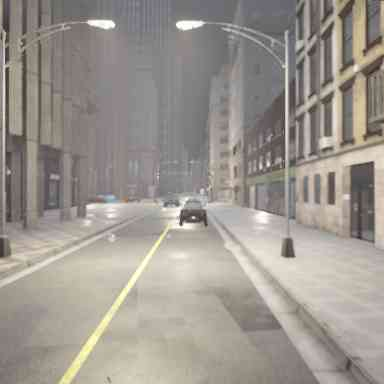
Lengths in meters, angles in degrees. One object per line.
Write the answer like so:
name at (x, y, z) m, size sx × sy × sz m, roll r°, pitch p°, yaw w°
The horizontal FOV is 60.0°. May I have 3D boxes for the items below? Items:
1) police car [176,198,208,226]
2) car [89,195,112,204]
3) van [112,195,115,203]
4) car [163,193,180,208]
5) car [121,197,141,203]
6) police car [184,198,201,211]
police car at (0.095, 1.431, 23.699) m, size 1.930 × 1.638 × 5.238 m, roll 0°, pitch 0°, yaw 0°
car at (-19.648, 1.553, 67.759) m, size 5.009 × 1.841 × 2.192 m, roll -1°, pitch 0°, yaw 0°
van at (-19.630, 1.625, 76.285) m, size 3.998 × 1.788 × 1.690 m, roll -1°, pitch 0°, yaw 0°
car at (-3.010, 1.232, 49.881) m, size 2.150 × 2.045 × 5.566 m, roll 0°, pitch 0°, yaw 0°
car at (-14.003, 1.761, 76.268) m, size 4.507 × 1.381 × 1.887 m, roll -1°, pitch 0°, yaw 0°
police car at (0.082, 1.521, 41.714) m, size 2.038 × 1.542 × 4.974 m, roll 0°, pitch 0°, yaw 0°
